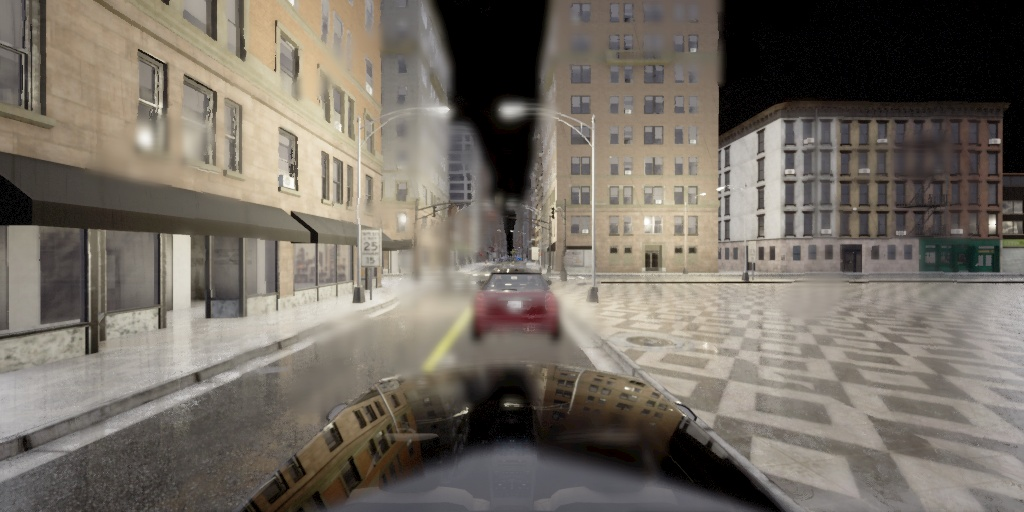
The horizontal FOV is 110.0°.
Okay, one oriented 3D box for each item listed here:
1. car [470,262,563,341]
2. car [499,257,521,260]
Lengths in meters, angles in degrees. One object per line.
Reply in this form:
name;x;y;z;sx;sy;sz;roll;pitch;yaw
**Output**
car;0.102;1.102;9.977;2.097;1.767;4.553;0;0;0
car;0.051;1.101;19.793;2.097;1.767;4.553;0;0;-1
